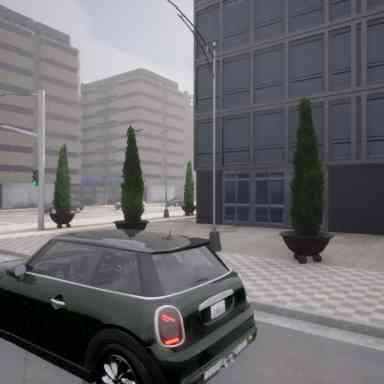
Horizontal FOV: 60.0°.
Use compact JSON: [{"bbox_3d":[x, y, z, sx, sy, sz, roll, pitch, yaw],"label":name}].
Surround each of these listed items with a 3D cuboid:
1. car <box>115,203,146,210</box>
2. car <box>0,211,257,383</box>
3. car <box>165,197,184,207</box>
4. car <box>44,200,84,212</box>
[{"bbox_3d":[-8.157,1.581,44.293,1.812,1.442,4.674,0,0,35],"label":"car"},{"bbox_3d":[-1.433,1.352,5.015,4.553,1.767,2.097,0,0,35],"label":"car"},{"bbox_3d":[-2.208,1.560,52.712,1.837,1.490,4.892,0,0,35],"label":"car"},{"bbox_3d":[-14.052,1.560,35.953,1.837,1.490,4.892,0,0,35],"label":"car"}]
